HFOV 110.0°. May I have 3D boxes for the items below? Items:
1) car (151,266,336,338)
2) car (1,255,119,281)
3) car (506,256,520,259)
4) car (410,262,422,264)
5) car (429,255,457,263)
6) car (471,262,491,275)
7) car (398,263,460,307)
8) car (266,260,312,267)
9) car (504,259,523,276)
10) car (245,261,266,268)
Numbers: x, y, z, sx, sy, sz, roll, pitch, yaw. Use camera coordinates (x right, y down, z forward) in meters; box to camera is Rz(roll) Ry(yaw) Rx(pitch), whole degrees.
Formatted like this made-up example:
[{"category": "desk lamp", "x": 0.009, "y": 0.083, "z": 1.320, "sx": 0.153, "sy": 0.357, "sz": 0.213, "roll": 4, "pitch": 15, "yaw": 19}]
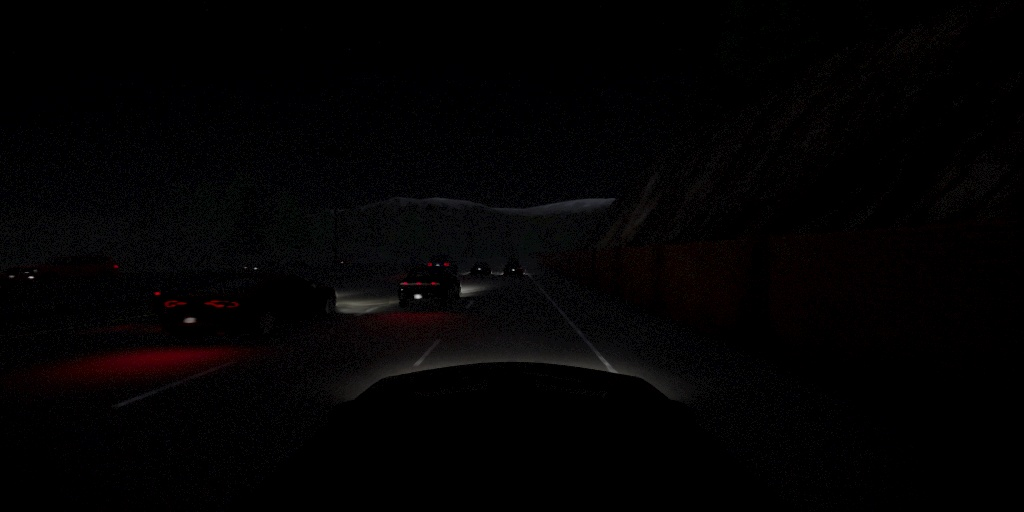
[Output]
[{"category": "car", "x": -6.896, "y": 1.224, "z": 10.155, "sx": 1.882, "sy": 1.535, "sz": 5.008, "roll": 0, "pitch": 0, "yaw": 0}, {"category": "car", "x": -31.550, "y": 0.957, "z": 25.381, "sx": 2.150, "sy": 2.045, "sz": 5.566, "roll": 0, "pitch": 0, "yaw": 0}, {"category": "car", "x": 0.194, "y": 0.974, "z": 62.257, "sx": 2.150, "sy": 2.045, "sz": 5.566, "roll": 0, "pitch": 0, "yaw": 0}, {"category": "car", "x": -10.351, "y": 1.346, "z": 39.694, "sx": 1.895, "sy": 1.301, "sz": 4.718, "roll": 0, "pitch": 0, "yaw": 0}, {"category": "car", "x": -6.846, "y": 0.967, "z": 35.719, "sx": 2.150, "sy": 2.045, "sz": 5.566, "roll": 0, "pitch": 0, "yaw": 0}, {"category": "car", "x": -3.350, "y": 1.313, "z": 38.987, "sx": 1.994, "sy": 1.385, "sz": 4.181, "roll": 0, "pitch": 0, "yaw": 0}, {"category": "car", "x": -3.385, "y": 1.239, "z": 15.370, "sx": 2.128, "sy": 1.511, "sz": 4.902, "roll": 0, "pitch": 0, "yaw": 0}, {"category": "car", "x": -24.505, "y": 1.284, "z": 40.219, "sx": 2.033, "sy": 1.411, "sz": 5.357, "roll": 0, "pitch": 0, "yaw": 1}, {"category": "car", "x": 0.149, "y": 1.315, "z": 36.753, "sx": 1.994, "sy": 1.385, "sz": 4.181, "roll": 0, "pitch": 0, "yaw": 0}, {"category": "car", "x": -28.001, "y": 1.241, "z": 40.768, "sx": 1.837, "sy": 1.490, "sz": 4.892, "roll": 0, "pitch": 0, "yaw": 1}]
